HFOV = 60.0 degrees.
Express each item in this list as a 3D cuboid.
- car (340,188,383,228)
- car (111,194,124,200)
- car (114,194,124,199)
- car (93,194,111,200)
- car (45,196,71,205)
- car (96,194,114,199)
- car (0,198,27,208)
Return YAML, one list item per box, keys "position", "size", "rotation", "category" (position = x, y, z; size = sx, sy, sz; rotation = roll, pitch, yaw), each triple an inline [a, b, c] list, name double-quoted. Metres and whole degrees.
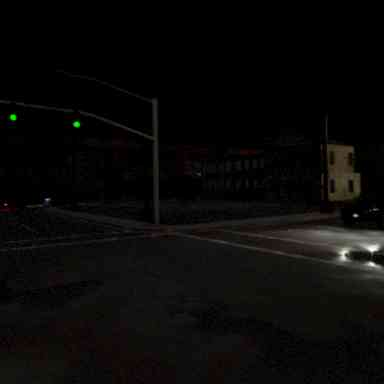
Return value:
- position: [10.942, 0.818, 19.234]
  size: [5.566, 2.045, 2.150]
  rotation: [-2, 1, -34]
  category: "car"
- position: [-18.983, 1.303, 87.141]
  size: [2.038, 1.542, 4.974]
  rotation: [-1, 0, -4]
  category: "car"
- position: [-18.989, 1.145, 87.192]
  size: [1.853, 1.218, 4.536]
  rotation: [-1, 0, -4]
  category: "car"
- position: [-22.713, 1.364, 87.184]
  size: [4.974, 1.542, 2.038]
  rotation: [-1, 0, 26]
  category: "car"
- position: [-24.349, 1.436, 60.601]
  size: [2.097, 1.767, 4.553]
  rotation: [-1, 0, 31]
  category: "car"
- position: [-22.762, 1.207, 87.206]
  size: [4.536, 1.218, 1.853]
  rotation: [-1, 0, 26]
  category: "car"
- position: [-27.315, 1.677, 51.029]
  size: [2.128, 1.511, 4.902]
  rotation: [-1, 0, 5]
  category: "car"
